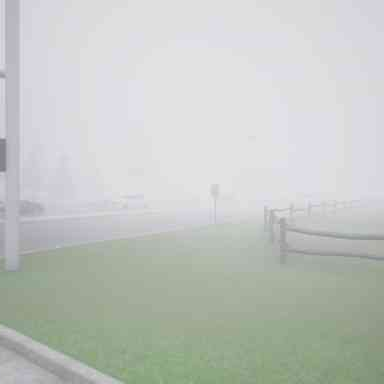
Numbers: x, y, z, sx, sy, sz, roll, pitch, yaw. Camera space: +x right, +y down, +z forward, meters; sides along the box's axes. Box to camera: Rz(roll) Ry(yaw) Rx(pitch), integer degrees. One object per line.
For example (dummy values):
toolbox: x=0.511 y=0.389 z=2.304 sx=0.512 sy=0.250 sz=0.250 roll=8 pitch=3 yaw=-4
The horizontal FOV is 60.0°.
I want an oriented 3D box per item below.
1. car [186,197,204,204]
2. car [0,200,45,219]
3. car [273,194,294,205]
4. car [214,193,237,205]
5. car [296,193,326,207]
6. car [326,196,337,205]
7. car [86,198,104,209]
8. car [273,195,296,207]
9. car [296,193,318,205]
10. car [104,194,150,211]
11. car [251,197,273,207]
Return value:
car: x=0.607 y=1.565 z=64.043 sx=1.994 sy=1.385 sz=4.181 roll=0 pitch=0 yaw=36
car: x=-15.426 y=1.491 z=29.059 sx=2.128 sy=1.511 sz=4.902 roll=0 pitch=0 yaw=35
car: x=16.765 y=1.352 z=60.719 sx=2.097 sy=1.767 sz=4.553 roll=0 pitch=0 yaw=36
car: x=6.101 y=1.226 z=59.698 sx=2.150 sy=2.045 sz=5.566 roll=0 pitch=0 yaw=36
car: x=18.072 y=1.221 z=50.434 sx=2.150 sy=2.045 sz=5.566 roll=0 pitch=0 yaw=36
car: x=24.387 y=1.526 z=59.105 sx=1.812 sy=1.442 sz=4.674 roll=0 pitch=0 yaw=36
car: x=-12.040 y=1.547 z=46.190 sx=2.033 sy=1.411 sz=5.357 roll=0 pitch=0 yaw=35
car: x=14.935 y=1.352 z=52.057 sx=2.097 sy=1.767 sz=4.553 roll=0 pitch=0 yaw=36
car: x=20.796 y=1.221 z=60.123 sx=2.150 sy=2.045 sz=5.566 roll=0 pitch=0 yaw=37
car: x=-7.531 y=1.219 z=40.414 sx=2.150 sy=2.045 sz=5.566 roll=0 pitch=0 yaw=35
car: x=11.246 y=1.547 z=53.001 sx=2.033 sy=1.411 sz=5.357 roll=0 pitch=0 yaw=36
